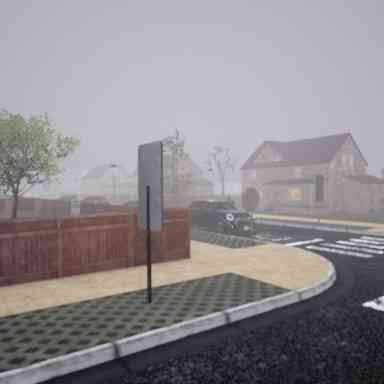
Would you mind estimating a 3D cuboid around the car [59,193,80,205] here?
[{"bbox_3d":[-19.379,1.056,52.500,2.097,1.767,4.553,-1,1,-36],"label":"car"}]

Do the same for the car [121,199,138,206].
[{"bbox_3d":[-3.984,1.321,26.245,1.882,1.535,5.008,-1,1,-36],"label":"car"}]

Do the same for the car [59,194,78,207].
[{"bbox_3d":[-15.709,1.267,42.611,1.837,1.490,4.892,-1,1,-35],"label":"car"}]

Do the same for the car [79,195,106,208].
[{"bbox_3d":[-13.249,1.216,44.063,1.882,1.535,5.008,-1,1,-35],"label":"car"}]

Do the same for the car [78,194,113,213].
[{"bbox_3d":[-9.767,1.154,34.288,2.097,1.767,4.553,-1,1,-36],"label":"car"}]

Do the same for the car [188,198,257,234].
[{"bbox_3d":[1.458,1.239,18.679,2.097,1.767,4.553,-1,1,-36],"label":"car"}]

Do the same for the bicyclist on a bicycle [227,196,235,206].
[{"bbox_3d":[3.029,1.110,26.524,1.656,1.620,0.582,-1,1,-36],"label":"bicyclist on a bicycle"}]
